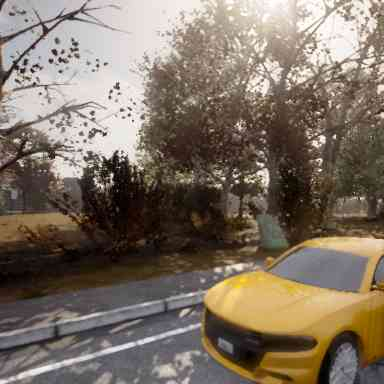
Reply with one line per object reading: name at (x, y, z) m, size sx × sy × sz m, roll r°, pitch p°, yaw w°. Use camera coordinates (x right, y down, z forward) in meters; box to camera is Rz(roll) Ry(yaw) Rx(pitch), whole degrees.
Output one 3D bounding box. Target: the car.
car at (2.420, 1.506, 5.279) m, size 5.008 × 1.535 × 1.882 m, roll 0°, pitch 0°, yaw -35°
